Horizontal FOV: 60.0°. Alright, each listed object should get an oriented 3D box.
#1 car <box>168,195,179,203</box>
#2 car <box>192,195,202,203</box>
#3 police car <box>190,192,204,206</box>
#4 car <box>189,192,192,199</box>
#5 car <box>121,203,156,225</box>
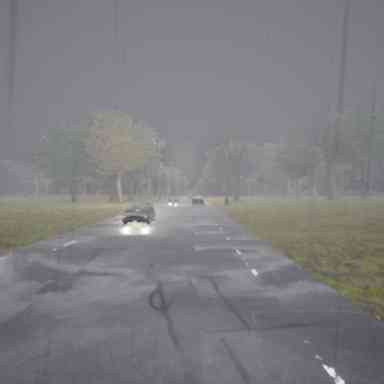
[{"bbox_3d":[-3.611,1.338,64.417,2.128,1.511,4.902,0,0,1],"label":"car"},{"bbox_3d":[0.961,1.350,63.563,1.837,1.490,4.892,0,0,0],"label":"car"},{"bbox_3d":[0.975,1.294,53.670,1.930,1.638,5.238,0,0,0],"label":"police car"},{"bbox_3d":[0.954,1.056,69.592,2.150,2.045,5.566,0,0,0],"label":"car"},{"bbox_3d":[-3.633,1.489,23.737,2.033,1.411,5.357,0,0,0],"label":"car"}]
